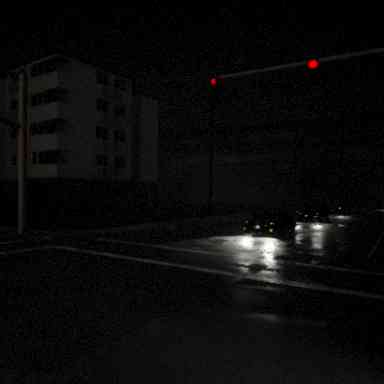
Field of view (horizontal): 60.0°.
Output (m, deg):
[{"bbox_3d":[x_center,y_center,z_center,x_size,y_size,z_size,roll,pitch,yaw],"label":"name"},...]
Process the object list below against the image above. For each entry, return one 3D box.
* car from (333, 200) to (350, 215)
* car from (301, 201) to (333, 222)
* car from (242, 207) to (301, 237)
[{"bbox_3d":[15.796,1.645,36.021,1.812,1.442,4.674,0,0,37],"label":"car"},{"bbox_3d":[10.093,1.597,27.623,1.837,1.490,4.892,0,0,33],"label":"car"},{"bbox_3d":[4.459,1.629,18.867,1.994,1.385,4.181,0,0,33],"label":"car"}]
